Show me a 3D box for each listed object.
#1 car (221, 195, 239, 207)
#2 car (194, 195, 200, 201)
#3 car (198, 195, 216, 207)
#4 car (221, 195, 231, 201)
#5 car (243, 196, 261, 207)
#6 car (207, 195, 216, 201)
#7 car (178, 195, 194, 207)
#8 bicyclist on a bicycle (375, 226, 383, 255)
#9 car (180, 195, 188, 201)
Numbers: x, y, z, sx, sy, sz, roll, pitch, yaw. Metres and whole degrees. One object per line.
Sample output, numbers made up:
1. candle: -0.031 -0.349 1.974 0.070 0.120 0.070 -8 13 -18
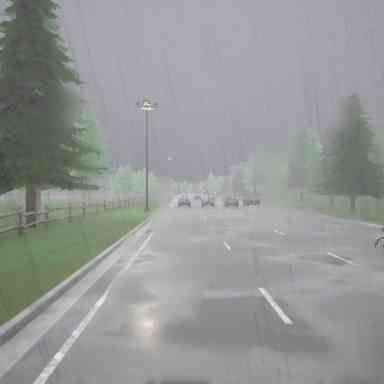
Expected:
1. car: 5.884 1.491 50.266 2.128 1.511 4.902 0 0 -1
2. car: 1.484 1.500 86.440 1.837 1.490 4.892 0 0 -1
3. car: 2.374 1.601 50.914 1.895 1.301 4.718 0 0 -1
4. car: 8.537 1.552 84.309 1.994 1.385 4.181 0 0 -1
5. car: 9.314 1.352 52.117 2.097 1.767 4.553 0 0 -1
6. car: 5.016 1.524 85.170 1.812 1.442 4.674 0 0 -1
7. car: -1.126 1.601 51.031 1.895 1.301 4.718 0 0 -1
8. bicyclist on a bicycle: 7.358 1.454 11.902 1.656 1.620 0.582 -1 0 -1
9. car: -2.036 1.540 87.242 2.033 1.411 5.357 0 0 -1
